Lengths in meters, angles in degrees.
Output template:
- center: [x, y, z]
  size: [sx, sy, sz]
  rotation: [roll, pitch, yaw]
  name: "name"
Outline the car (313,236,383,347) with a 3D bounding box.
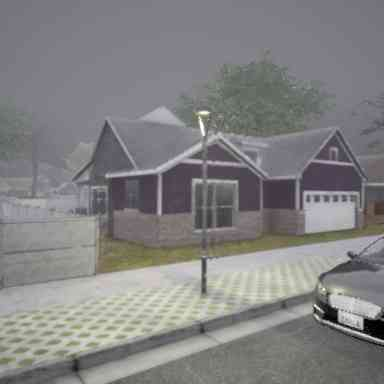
- center: [4.203, 1.526, 6.040]
  size: [4.902, 1.511, 2.128]
  rotation: [0, 0, -35]
  name: "car"
